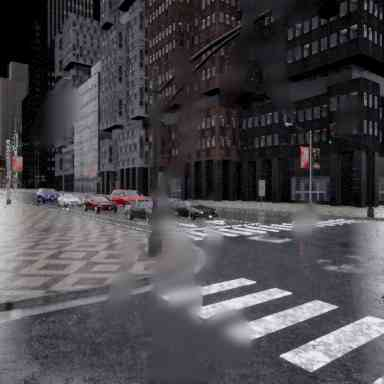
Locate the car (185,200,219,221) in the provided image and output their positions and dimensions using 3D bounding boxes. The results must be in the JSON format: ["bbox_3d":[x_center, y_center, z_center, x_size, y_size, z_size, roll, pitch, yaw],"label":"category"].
[{"bbox_3d":[-0.393,1.280,25.095,2.033,1.411,5.357,0,1,-39],"label":"car"}]

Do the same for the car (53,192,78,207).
[{"bbox_3d":[-14.398,0.986,38.892,1.812,1.442,4.674,0,1,-35],"label":"car"}]

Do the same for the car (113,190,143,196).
[{"bbox_3d":[-6.351,0.811,33.354,2.150,2.045,5.566,0,1,-36],"label":"car"}]

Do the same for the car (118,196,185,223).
[{"bbox_3d":[-2.998,1.284,23.236,2.033,1.411,5.357,0,1,-35],"label":"car"}]

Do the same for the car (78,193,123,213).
[{"bbox_3d":[-8.599,1.080,30.918,1.882,1.535,5.008,0,1,-36],"label":"car"}]

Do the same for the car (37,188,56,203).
[{"bbox_3d":[-20.618,0.522,47.554,2.150,2.045,5.566,0,1,-36],"label":"car"}]

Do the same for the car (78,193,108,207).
[{"bbox_3d":[-12.470,0.929,41.792,2.128,1.511,4.902,0,1,-36],"label":"car"}]
